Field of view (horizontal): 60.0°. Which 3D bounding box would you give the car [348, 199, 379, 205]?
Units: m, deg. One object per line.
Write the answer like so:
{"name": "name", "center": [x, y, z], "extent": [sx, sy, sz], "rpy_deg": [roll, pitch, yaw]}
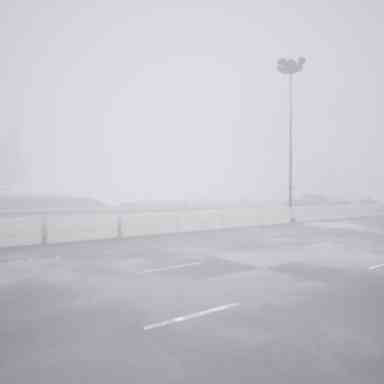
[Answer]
{"name": "car", "center": [20.978, 1.564, 40.501], "extent": [5.357, 1.411, 2.033], "rpy_deg": [1, 0, -36]}

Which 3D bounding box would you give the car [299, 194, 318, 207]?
{"name": "car", "center": [16.489, 1.230, 45.891], "extent": [5.566, 2.045, 2.150], "rpy_deg": [0, 0, -35]}

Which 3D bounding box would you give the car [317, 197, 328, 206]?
{"name": "car", "center": [18.899, 1.562, 43.313], "extent": [5.357, 1.411, 2.033], "rpy_deg": [1, 0, -35]}
